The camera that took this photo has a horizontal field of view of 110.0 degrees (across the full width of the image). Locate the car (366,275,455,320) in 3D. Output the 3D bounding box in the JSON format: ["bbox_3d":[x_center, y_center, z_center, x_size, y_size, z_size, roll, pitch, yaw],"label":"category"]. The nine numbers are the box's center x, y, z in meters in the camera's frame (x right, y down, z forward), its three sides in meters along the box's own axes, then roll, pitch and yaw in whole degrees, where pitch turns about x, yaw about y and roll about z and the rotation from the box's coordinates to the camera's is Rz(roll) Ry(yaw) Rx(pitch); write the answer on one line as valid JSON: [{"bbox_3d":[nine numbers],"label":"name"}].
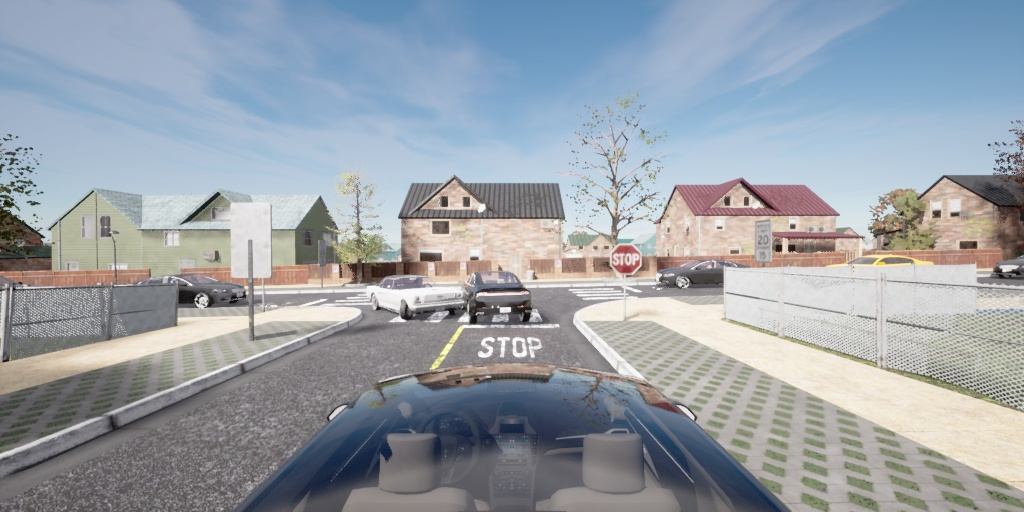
[{"bbox_3d":[-3.602,1.368,12.887,1.895,1.301,4.718,0,0,-38],"label":"car"}]

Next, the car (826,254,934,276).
[{"bbox_3d":[19.761,0.690,19.474,5.008,1.535,1.882,-1,1,-1],"label":"car"}]

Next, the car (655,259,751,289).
[{"bbox_3d":[10.331,0.926,19.437,4.902,1.511,2.128,-1,1,0],"label":"car"}]

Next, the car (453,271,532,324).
[{"bbox_3d":[-0.685,1.242,12.028,2.128,1.511,4.902,0,0,-12],"label":"car"}]

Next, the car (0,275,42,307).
[{"bbox_3d":[-24.239,1.648,16.342,4.553,1.767,2.097,-1,1,0],"label":"car"}]

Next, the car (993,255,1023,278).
[{"bbox_3d":[29.386,0.478,19.511,4.902,1.511,2.128,-1,1,0],"label":"car"}]

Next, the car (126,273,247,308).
[{"bbox_3d":[-14.902,1.566,16.383,4.902,1.511,2.128,-1,1,0],"label":"car"}]
